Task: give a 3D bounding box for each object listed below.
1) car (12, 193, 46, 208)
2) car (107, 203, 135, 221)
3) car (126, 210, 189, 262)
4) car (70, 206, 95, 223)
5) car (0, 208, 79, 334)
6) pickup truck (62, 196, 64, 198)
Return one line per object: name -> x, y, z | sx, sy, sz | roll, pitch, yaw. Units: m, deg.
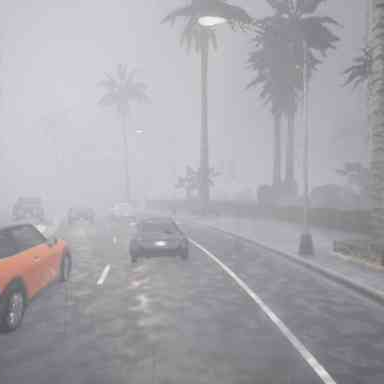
car -> -13.060, 1.366, 26.747 | 2.150, 2.045, 5.566 | 0, 0, -25
car -> -6.085, 1.637, 28.554 | 1.812, 1.442, 4.674 | 0, 0, -23
car -> -1.323, 1.605, 12.483 | 1.994, 1.385, 4.181 | 0, 0, -10
car -> -8.904, 1.723, 26.406 | 1.895, 1.301, 4.718 | 0, 0, -22
car -> -4.048, 1.394, 6.897 | 2.097, 1.767, 4.553 | 0, 0, -6
pickup truck -> -27.301, 1.449, 75.717 | 2.390, 2.098, 6.274 | 0, 0, 6
